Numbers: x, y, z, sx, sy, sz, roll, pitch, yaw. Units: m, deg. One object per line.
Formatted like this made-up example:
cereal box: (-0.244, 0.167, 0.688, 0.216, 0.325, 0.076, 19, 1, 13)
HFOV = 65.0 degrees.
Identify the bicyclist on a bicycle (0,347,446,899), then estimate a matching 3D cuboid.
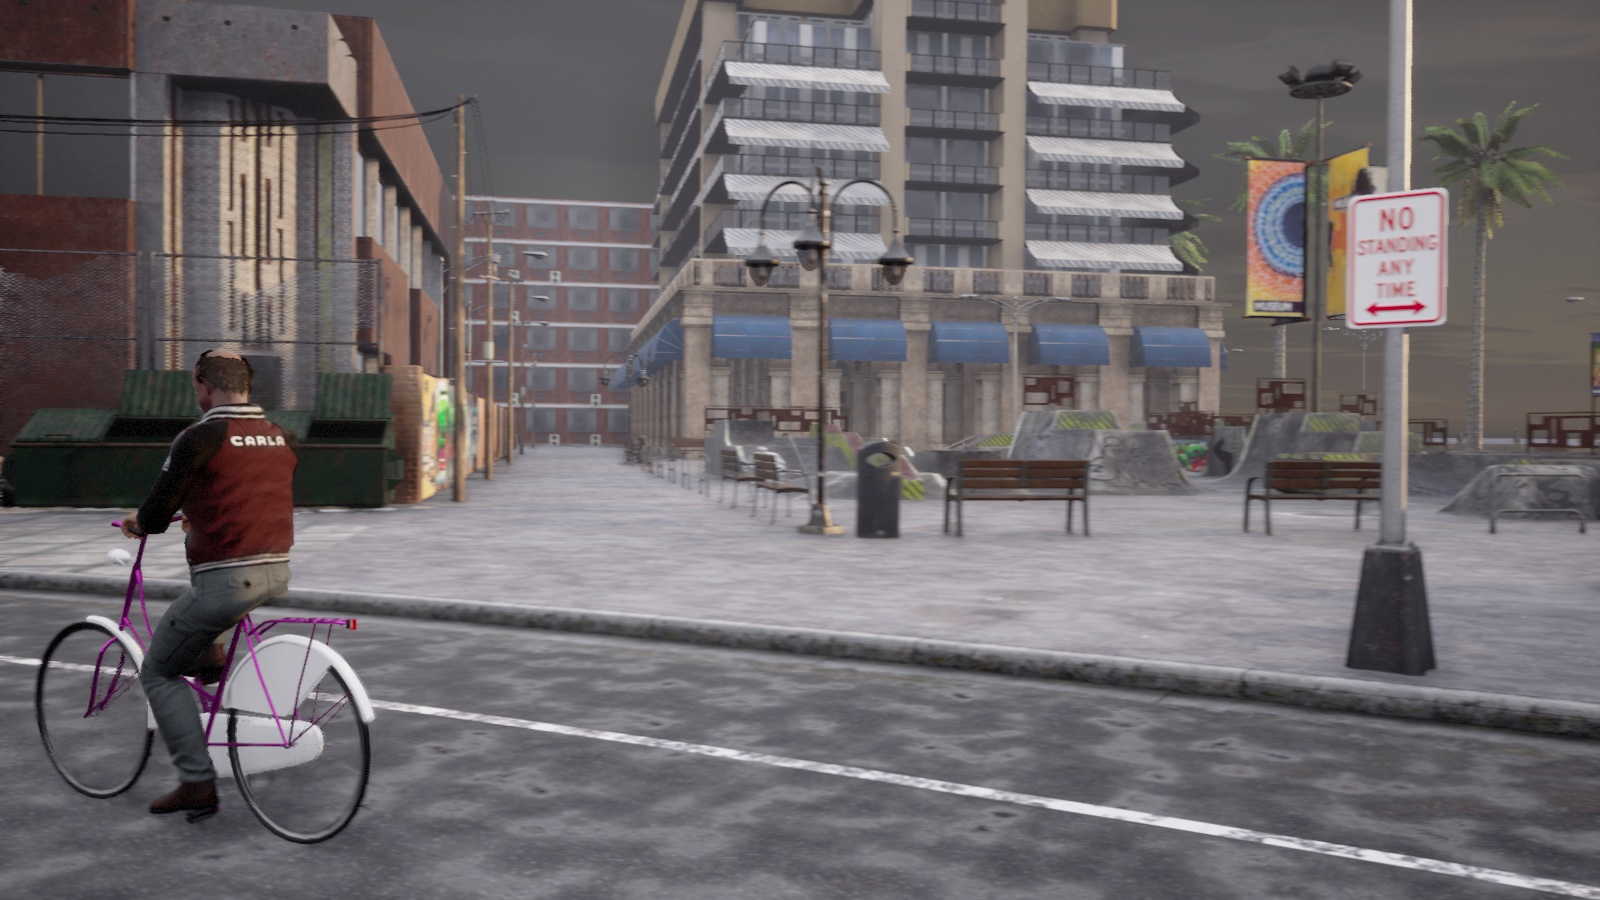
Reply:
bicyclist on a bicycle: (-2.268, 0.555, 4.679, 1.843, 1.776, 0.659, 0, 1, 27)
